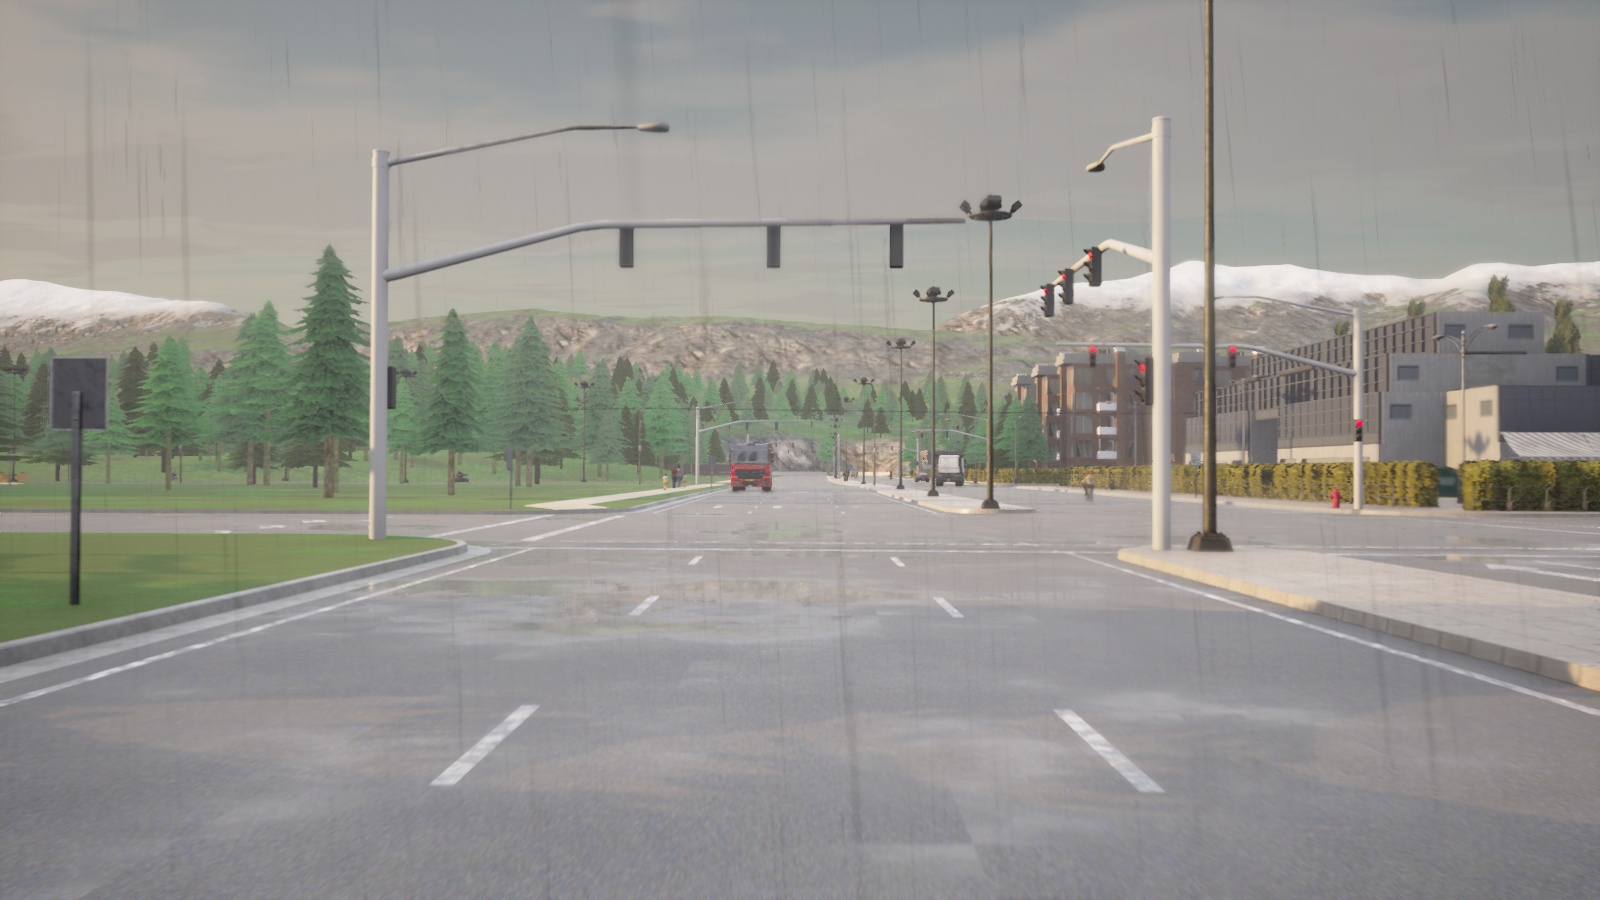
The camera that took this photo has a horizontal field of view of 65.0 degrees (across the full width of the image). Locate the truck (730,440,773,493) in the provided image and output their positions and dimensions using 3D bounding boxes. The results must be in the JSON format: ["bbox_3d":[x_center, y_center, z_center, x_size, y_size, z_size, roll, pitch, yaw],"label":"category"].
[{"bbox_3d":[-3.608,1.259,95.253,2.891,3.827,8.468,0,-1,0],"label":"truck"}]
